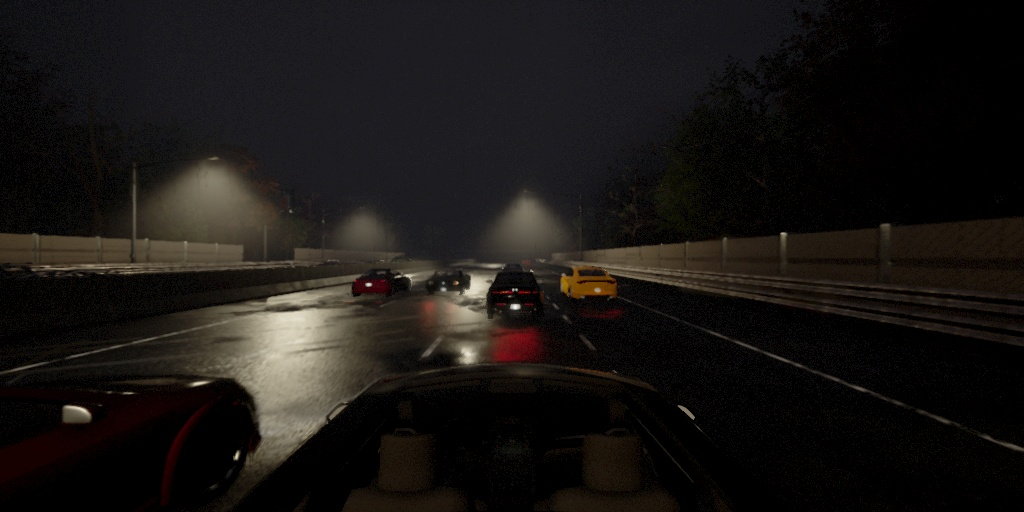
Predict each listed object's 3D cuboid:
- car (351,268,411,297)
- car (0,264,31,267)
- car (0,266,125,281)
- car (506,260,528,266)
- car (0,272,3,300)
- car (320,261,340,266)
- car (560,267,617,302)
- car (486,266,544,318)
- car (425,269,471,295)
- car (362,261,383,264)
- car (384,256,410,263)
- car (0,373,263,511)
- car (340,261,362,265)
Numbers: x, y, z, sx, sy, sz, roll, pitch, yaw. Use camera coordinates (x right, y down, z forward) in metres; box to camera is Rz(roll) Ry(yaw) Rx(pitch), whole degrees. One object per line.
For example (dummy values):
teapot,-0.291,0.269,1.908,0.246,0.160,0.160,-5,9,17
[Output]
car,-6.897,1.347,19.274,1.994,1.385,4.181,0,0,0
car,-21.099,1.123,13.616,2.097,1.767,4.553,0,0,0
car,-17.600,1.264,14.031,2.128,1.511,4.902,0,0,0
car,0.098,1.357,31.762,2.033,1.411,5.357,0,0,0
car,-24.599,1.373,14.284,1.895,1.301,4.718,0,0,0
car,-28.032,1.427,55.767,1.994,1.385,4.181,0,0,1
car,3.500,1.257,17.128,1.882,1.535,5.008,0,0,0
car,0.101,1.277,13.181,1.837,1.490,4.892,0,0,0
car,-3.398,1.386,20.044,1.895,1.301,4.718,0,0,0
car,-21.038,1.466,55.951,1.895,1.301,4.718,0,0,1
car,-17.541,1.086,56.044,2.150,2.045,5.566,0,0,1
car,-3.399,1.314,1.728,1.994,1.385,4.181,0,0,0
car,-24.531,1.466,56.219,1.895,1.301,4.718,0,0,1
